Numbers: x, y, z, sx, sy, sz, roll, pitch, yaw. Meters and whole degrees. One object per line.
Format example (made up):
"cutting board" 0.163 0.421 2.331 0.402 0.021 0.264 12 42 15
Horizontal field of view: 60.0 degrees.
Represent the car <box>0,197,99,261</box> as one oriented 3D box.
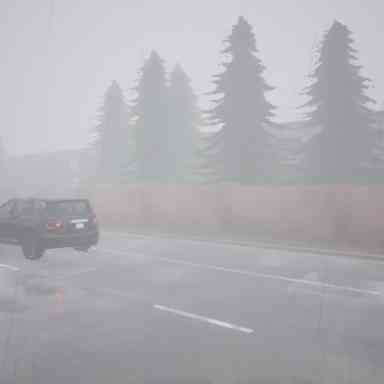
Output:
"car" -5.869 1.192 12.473 5.566 2.045 2.150 0 0 35
